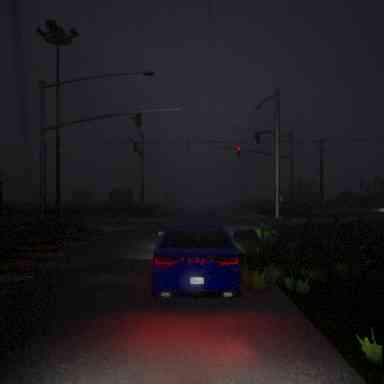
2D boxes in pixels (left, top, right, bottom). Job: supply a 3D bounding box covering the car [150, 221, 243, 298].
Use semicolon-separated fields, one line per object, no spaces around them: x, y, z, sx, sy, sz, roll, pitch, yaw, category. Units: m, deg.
0.101;1.478;8.582;1.882;1.535;5.008;0;0;0;car
